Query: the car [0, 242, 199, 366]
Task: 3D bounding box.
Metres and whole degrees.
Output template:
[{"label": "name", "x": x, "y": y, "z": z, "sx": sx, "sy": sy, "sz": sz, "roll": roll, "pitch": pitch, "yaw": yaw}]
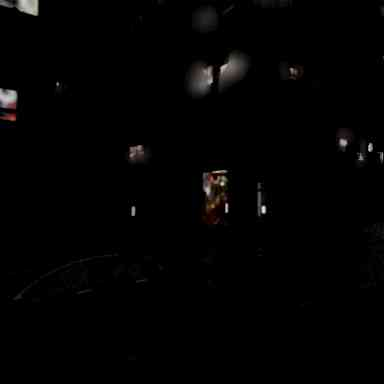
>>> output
[{"label": "car", "x": -1.920, "y": 1.555, "z": 5.323, "sx": 4.403, "sy": 1.369, "sz": 2.008, "roll": 0, "pitch": 1, "yaw": -35}]
